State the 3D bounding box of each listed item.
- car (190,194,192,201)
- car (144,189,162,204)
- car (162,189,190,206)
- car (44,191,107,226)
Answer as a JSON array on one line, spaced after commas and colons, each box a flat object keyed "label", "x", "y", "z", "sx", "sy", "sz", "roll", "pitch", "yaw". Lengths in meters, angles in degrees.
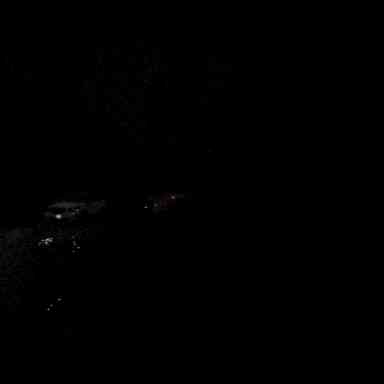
[{"label": "car", "x": -1.166, "y": 0.735, "z": 52.907, "sx": 1.882, "sy": 1.535, "sz": 5.008, "roll": 0, "pitch": 1, "yaw": 5}, {"label": "car", "x": -5.184, "y": 0.607, "z": 46.731, "sx": 2.150, "sy": 2.045, "sz": 5.566, "roll": 0, "pitch": 1, "yaw": 5}, {"label": "car", "x": -1.981, "y": 0.637, "z": 42.292, "sx": 2.150, "sy": 2.045, "sz": 5.566, "roll": 0, "pitch": 1, "yaw": 5}, {"label": "car", "x": -7.311, "y": 0.981, "z": 21.540, "sx": 2.150, "sy": 2.045, "sz": 5.566, "roll": 0, "pitch": 1, "yaw": 5}]
